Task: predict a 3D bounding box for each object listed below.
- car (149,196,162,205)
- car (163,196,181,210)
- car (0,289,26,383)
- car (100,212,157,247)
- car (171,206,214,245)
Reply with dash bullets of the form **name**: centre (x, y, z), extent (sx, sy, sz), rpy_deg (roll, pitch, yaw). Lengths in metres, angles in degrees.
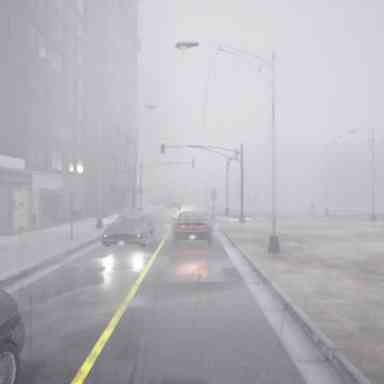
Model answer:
- **car**: centre (-7.252, 2.014, 77.792), extent (5.566, 2.045, 2.150), rpy_deg (0, 0, 9)
- **car**: centre (-2.848, 1.731, 52.791), extent (2.150, 2.045, 5.566), rpy_deg (0, -1, 0)
- **car**: centre (-2.848, 1.547, 2.142), extent (1.812, 1.442, 4.674), rpy_deg (0, -1, 0)
- **car**: centre (-2.812, 1.698, 16.002), extent (2.033, 1.411, 5.357), rpy_deg (0, -1, 0)
- **car**: centre (0.042, 1.658, 16.345), extent (1.837, 1.490, 4.892), rpy_deg (0, -1, 1)
